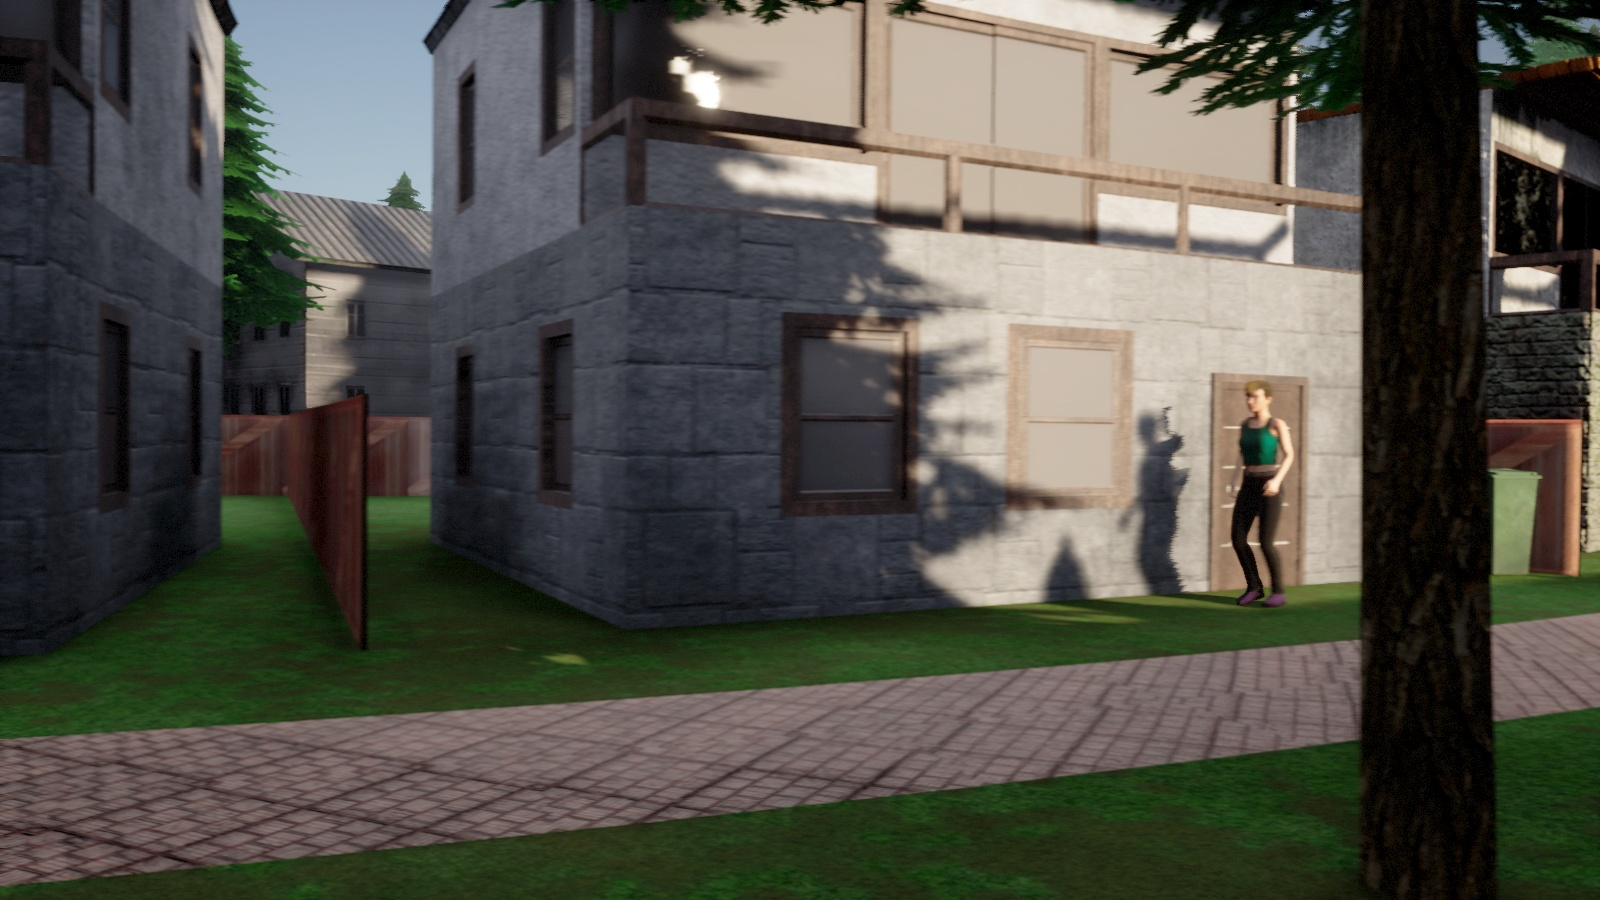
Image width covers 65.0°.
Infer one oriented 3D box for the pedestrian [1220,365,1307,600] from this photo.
[{"bbox_3d":[3.727,0.246,10.089,0.594,1.836,0.345,-1,1,-29],"label":"pedestrian"}]
